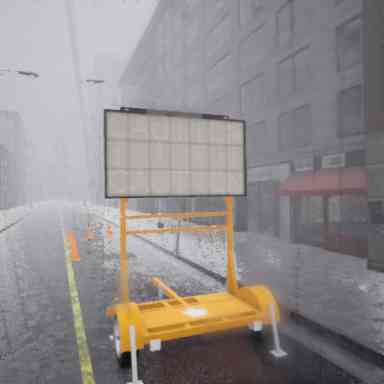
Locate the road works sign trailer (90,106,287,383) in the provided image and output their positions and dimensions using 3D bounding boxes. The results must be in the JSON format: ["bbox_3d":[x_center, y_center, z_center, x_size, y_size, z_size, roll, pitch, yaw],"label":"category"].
[{"bbox_3d":[-0.262,0.490,5.515,2.380,3.560,2.880,-1,0,-22],"label":"road works sign trailer"}]

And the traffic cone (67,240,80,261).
[{"bbox_3d":[-4.054,2.058,11.516,0.340,0.580,0.340,-1,0,-22],"label":"traffic cone"}]

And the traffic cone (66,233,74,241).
[{"bbox_3d":[-4.805,2.077,13.370,0.340,0.580,0.340,-1,0,-22],"label":"traffic cone"}]

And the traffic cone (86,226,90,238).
[{"bbox_3d":[-5.381,2.106,17.452,0.340,0.580,0.340,-1,0,-22],"label":"traffic cone"}]

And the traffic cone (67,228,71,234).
[{"bbox_3d":[-5.556,2.096,15.223,0.340,0.580,0.340,-1,0,-22],"label":"traffic cone"}]
